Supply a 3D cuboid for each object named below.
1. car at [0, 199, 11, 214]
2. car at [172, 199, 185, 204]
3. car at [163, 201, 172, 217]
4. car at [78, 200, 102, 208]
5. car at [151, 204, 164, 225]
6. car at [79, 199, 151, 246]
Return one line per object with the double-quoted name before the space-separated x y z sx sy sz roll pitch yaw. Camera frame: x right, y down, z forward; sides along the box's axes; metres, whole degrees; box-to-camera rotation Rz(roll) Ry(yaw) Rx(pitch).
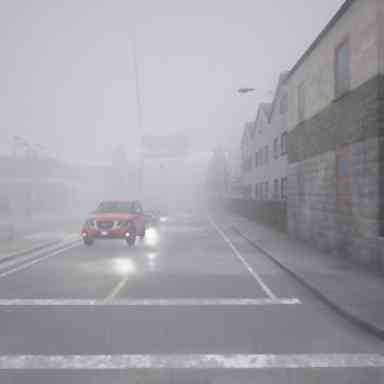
"car" -22.624 1.710 38.449 1.905 1.878 3.866 0 -1 0
"car" -3.998 2.665 91.171 4.181 1.385 1.994 -2 -2 28
"car" -3.553 1.979 36.214 1.994 1.385 4.181 0 -1 1
"car" -22.169 2.564 72.443 4.611 1.667 2.242 0 -1 0
"car" -3.592 1.889 26.526 1.895 1.301 4.718 0 -1 0
"car" -3.599 1.376 16.456 2.150 2.045 5.566 0 -1 0
